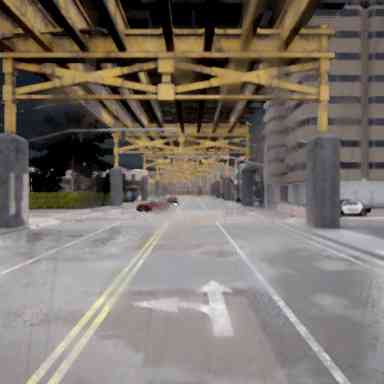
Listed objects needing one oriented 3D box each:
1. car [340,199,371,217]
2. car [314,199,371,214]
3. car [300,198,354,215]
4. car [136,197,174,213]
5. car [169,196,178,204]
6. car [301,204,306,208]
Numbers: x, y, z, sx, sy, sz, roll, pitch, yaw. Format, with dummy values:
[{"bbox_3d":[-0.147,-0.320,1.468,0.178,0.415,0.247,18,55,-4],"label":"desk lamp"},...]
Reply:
[{"bbox_3d":[13.269,1.393,29.440,4.974,1.542,2.038,0,0,-20],"label":"car"},{"bbox_3d":[13.318,1.235,29.458,4.536,1.218,1.853,0,0,-20],"label":"car"},{"bbox_3d":[13.597,1.384,33.599,4.974,1.542,2.038,0,0,25],"label":"car"},{"bbox_3d":[-4.084,1.532,35.944,1.895,1.301,4.718,0,0,23],"label":"car"},{"bbox_3d":[-3.486,1.409,60.573,2.033,1.411,5.357,0,0,0],"label":"car"},{"bbox_3d":[13.644,1.226,33.577,4.536,1.218,1.853,0,0,25],"label":"car"}]
